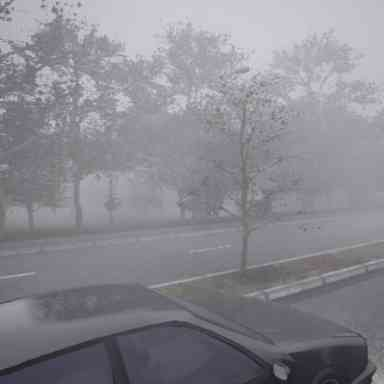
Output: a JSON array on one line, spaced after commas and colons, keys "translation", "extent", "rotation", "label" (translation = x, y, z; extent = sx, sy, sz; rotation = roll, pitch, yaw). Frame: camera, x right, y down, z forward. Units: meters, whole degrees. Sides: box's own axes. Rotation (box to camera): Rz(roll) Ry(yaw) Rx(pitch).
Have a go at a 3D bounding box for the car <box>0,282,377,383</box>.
[{"translation": [-0.712, 1.542, 2.624], "extent": [5.357, 1.411, 2.033], "rotation": [-1, 0, -36], "label": "car"}]
